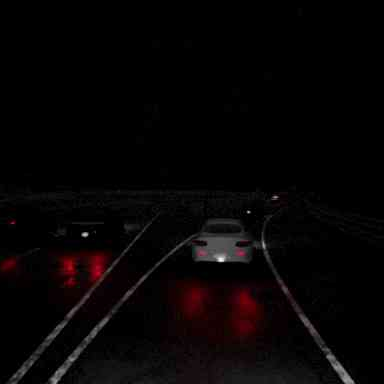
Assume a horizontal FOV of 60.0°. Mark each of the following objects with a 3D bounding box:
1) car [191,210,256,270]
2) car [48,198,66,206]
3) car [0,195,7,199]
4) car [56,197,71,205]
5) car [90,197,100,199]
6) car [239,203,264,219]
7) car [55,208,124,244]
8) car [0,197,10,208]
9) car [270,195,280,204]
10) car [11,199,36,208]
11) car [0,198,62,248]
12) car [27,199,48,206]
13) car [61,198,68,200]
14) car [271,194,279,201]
[{"bbox_3d":[1.078,1.543,11.069,1.812,1.442,4.674,0,0,8],"label":"car"},{"bbox_3d":[-28.004,2.065,69.332,1.882,1.535,5.008,0,-1,-3],"label":"car"},{"bbox_3d":[-23.086,1.295,37.881,2.150,2.045,5.566,0,-1,-3],"label":"car"},{"bbox_3d":[-32.183,2.287,83.487,2.097,1.767,4.553,0,-2,-3],"label":"car"},{"bbox_3d":[-25.304,2.263,86.192,2.150,2.045,5.566,0,-2,-3],"label":"car"},{"bbox_3d":[5.454,1.713,30.502,1.994,1.385,4.181,0,-1,17],"label":"car"},{"bbox_3d":[-4.431,1.496,15.842,2.128,1.511,4.902,0,0,-3],"label":"car"},{"bbox_3d":[-30.732,1.595,52.163,2.097,1.767,4.553,0,-1,-2],"label":"car"},{"bbox_3d":[17.122,1.648,68.777,2.128,1.511,4.902,0,1,14],"label":"car"},{"bbox_3d":[-27.305,1.817,54.069,1.812,1.442,4.674,0,-1,-2],"label":"car"},{"bbox_3d":[-7.785,1.337,14.811,2.097,1.767,4.553,0,0,-3],"label":"car"},{"bbox_3d":[-31.440,2.080,67.888,2.033,1.411,5.357,0,-1,-3],"label":"car"},{"bbox_3d":[-24.007,1.887,58.965,2.128,1.511,4.902,0,-1,-3],"label":"car"},{"bbox_3d":[19.617,1.373,78.576,1.812,1.442,4.674,0,1,13],"label":"car"}]
